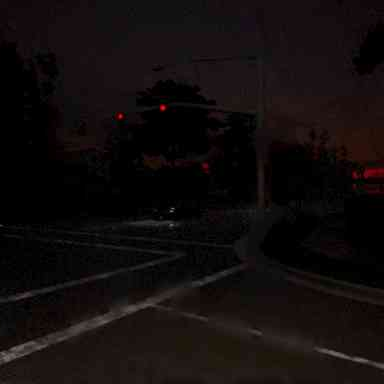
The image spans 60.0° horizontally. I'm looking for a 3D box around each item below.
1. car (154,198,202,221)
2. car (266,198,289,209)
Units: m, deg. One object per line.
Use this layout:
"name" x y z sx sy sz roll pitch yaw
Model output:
"car" -1.117 1.382 27.554 2.097 1.767 4.553 0 0 35
"car" 11.837 1.522 45.989 2.128 1.511 4.902 0 0 35
